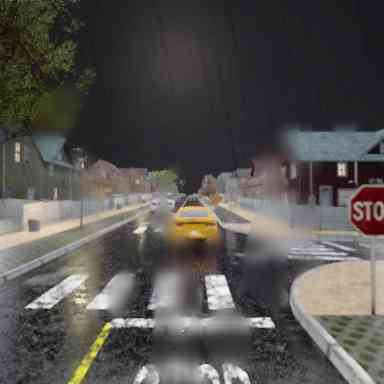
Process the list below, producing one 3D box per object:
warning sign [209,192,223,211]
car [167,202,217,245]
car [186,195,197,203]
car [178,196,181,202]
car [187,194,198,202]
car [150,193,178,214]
[{"bbox_3d":[2.479,1.000,33.984,1.300,1.860,1.060,-2,-1,0],"label":"warning sign"},{"bbox_3d":[0.086,1.420,15.198,1.882,1.535,5.008,0,0,0],"label":"car"},{"bbox_3d":[-0.023,1.307,67.165,2.128,1.511,4.902,0,0,0],"label":"car"},{"bbox_3d":[-2.824,1.342,54.945,1.837,1.490,4.892,0,0,0],"label":"car"},{"bbox_3d":[0.034,1.336,57.229,1.837,1.490,4.892,0,0,0],"label":"car"},{"bbox_3d":[-2.858,1.106,33.505,2.150,2.045,5.566,0,0,0],"label":"car"}]
